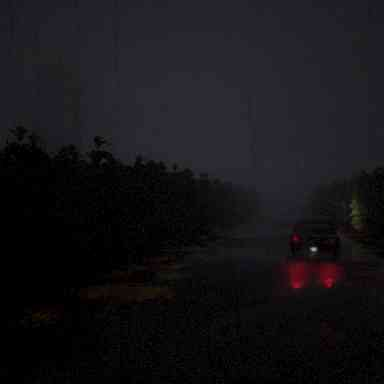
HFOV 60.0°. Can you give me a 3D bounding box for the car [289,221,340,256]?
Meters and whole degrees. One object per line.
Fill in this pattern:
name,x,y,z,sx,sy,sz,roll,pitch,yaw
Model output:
car,5.455,1.932,14.798,1.895,1.301,4.718,0,-1,21
